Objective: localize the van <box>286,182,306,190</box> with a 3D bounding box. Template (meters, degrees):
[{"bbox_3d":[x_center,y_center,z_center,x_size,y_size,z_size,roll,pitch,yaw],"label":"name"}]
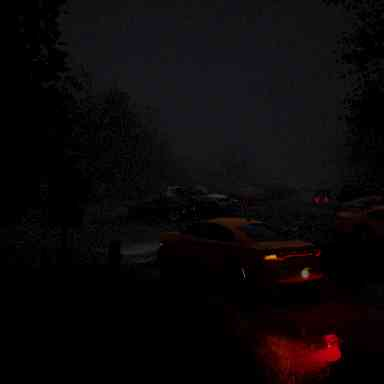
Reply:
[{"bbox_3d":[25.745,-1.445,82.590,4.442,1.987,1.878,1,2,25],"label":"van"}]

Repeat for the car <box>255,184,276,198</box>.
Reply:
[{"bbox_3d":[7.476,0.170,42.141,5.366,1.575,1.946,1,3,25],"label":"car"}]

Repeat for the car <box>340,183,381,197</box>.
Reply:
[{"bbox_3d":[26.083,-0.411,51.806,5.566,2.045,2.435,1,2,25],"label":"car"}]

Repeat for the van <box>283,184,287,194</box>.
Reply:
[{"bbox_3d":[12.047,-0.416,52.239,4.442,1.987,1.878,1,2,25],"label":"van"}]

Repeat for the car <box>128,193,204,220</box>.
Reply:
[{"bbox_3d":[-1.991,1.067,22.072,4.792,1.488,2.163,1,3,25],"label":"car"}]

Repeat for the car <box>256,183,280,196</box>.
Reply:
[{"bbox_3d":[9.652,-0.144,47.238,4.553,1.767,2.185,1,2,25],"label":"car"}]

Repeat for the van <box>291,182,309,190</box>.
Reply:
[{"bbox_3d":[29.215,-1.627,90.141,4.442,1.987,1.878,1,1,25],"label":"van"}]

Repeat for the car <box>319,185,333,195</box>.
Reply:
[{"bbox_3d":[22.853,-0.329,56.544,1.882,1.535,5.008,1,2,25],"label":"car"}]

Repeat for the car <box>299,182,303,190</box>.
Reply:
[{"bbox_3d":[19.886,-0.796,70.021,5.366,1.575,1.946,1,2,25],"label":"car"}]

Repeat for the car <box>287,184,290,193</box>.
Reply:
[{"bbox_3d":[13.073,-0.249,54.829,4.792,1.488,2.163,1,2,25],"label":"car"}]

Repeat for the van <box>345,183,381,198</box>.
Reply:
[{"bbox_3d":[23.901,-0.213,46.715,4.442,1.987,1.878,1,2,25],"label":"van"}]

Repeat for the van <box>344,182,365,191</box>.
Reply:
[{"bbox_3d":[38.782,-1.329,79.638,4.442,1.987,1.878,1,2,25],"label":"van"}]

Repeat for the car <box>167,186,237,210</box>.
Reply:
[{"bbox_3d":[0.379,0.569,27.076,5.566,2.045,2.435,1,3,25],"label":"car"}]

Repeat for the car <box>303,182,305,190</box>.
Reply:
[{"bbox_3d":[22.344,-1.087,74.994,4.553,1.767,2.185,1,2,25],"label":"car"}]

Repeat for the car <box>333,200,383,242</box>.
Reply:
[{"bbox_3d":[8.810,1.343,14.200,5.008,1.535,2.097,1,3,25],"label":"car"}]

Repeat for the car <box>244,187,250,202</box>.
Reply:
[{"bbox_3d":[2.678,0.601,32.137,4.892,1.521,2.231,1,3,25],"label":"car"}]

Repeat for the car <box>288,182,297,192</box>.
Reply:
[{"bbox_3d":[16.409,-0.540,62.457,5.366,1.575,1.946,1,2,25],"label":"car"}]

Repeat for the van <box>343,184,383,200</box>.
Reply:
[{"bbox_3d":[21.377,-0.043,41.763,4.442,1.987,1.878,1,2,24],"label":"van"}]

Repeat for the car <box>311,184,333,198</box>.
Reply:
[{"bbox_3d":[18.553,0.002,47.193,2.128,1.511,4.902,1,2,25],"label":"car"}]

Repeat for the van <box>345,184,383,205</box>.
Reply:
[{"bbox_3d":[18.173,0.248,34.257,4.442,1.987,1.878,1,3,25],"label":"van"}]

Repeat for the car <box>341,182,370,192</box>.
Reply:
[{"bbox_3d":[35.389,-1.097,72.046,5.566,2.045,2.435,1,2,25],"label":"car"}]

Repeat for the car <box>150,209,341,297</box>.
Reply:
[{"bbox_3d":[0.886,1.394,8.462,1.882,1.535,5.008,2,-1,-31],"label":"car"}]

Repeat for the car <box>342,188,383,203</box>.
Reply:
[{"bbox_3d":[19.251,0.398,36.820,4.792,1.488,2.163,1,3,25],"label":"car"}]

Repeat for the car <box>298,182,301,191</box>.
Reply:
[{"bbox_3d":[18.890,-0.704,67.425,4.892,1.521,2.231,1,2,25],"label":"car"}]

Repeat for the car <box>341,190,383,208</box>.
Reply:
[{"bbox_3d":[16.833,0.612,31.701,4.792,1.488,2.163,1,3,25],"label":"car"}]

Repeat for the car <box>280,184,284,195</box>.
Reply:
[{"bbox_3d":[10.808,-0.077,49.762,4.792,1.488,2.163,1,2,25],"label":"car"}]

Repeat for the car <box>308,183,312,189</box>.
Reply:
[{"bbox_3d":[27.036,-1.554,85.050,5.566,2.045,2.435,1,2,25],"label":"car"}]

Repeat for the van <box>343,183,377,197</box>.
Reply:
[{"bbox_3d":[24.846,-0.302,49.328,4.442,1.987,1.878,1,2,25],"label":"van"}]

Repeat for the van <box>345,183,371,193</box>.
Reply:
[{"bbox_3d":[32.051,-0.814,64.439,4.442,1.987,1.878,1,2,25],"label":"van"}]

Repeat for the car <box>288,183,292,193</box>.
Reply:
[{"bbox_3d":[14.232,-0.334,57.351,4.792,1.488,2.163,1,2,25],"label":"car"}]

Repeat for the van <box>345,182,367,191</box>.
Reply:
[{"bbox_3d":[37.781,-1.236,76.904,4.442,1.987,1.878,1,2,25],"label":"van"}]

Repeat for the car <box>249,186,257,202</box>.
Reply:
[{"bbox_3d":[3.662,0.485,34.737,5.366,1.575,1.946,1,3,25],"label":"car"}]

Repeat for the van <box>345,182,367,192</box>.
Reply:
[{"bbox_3d":[36.677,-1.155,74.502,4.442,1.987,1.878,1,2,25],"label":"van"}]

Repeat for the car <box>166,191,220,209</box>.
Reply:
[{"bbox_3d":[-0.801,0.929,24.577,5.008,1.535,2.097,1,3,25],"label":"car"}]

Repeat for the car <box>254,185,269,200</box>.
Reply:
[{"bbox_3d":[6.031,0.263,39.887,5.366,1.575,1.946,1,3,25],"label":"car"}]

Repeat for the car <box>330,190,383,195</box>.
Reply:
[{"bbox_3d":[13.221,0.905,24.222,5.366,1.575,1.946,1,3,25],"label":"car"}]

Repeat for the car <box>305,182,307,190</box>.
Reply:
[{"bbox_3d":[23.527,-1.047,77.509,5.008,1.535,2.097,1,2,25],"label":"car"}]

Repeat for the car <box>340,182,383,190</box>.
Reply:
[{"bbox_3d":[15.728,0.442,29.151,5.566,2.045,2.435,1,3,25],"label":"car"}]

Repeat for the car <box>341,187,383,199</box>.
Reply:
[{"bbox_3d":[22.643,0.096,44.254,5.008,1.535,2.097,1,2,25],"label":"car"}]

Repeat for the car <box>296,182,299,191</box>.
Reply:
[{"bbox_3d":[17.742,-0.618,64.898,4.892,1.521,2.231,1,2,25],"label":"car"}]

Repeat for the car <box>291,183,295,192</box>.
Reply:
[{"bbox_3d":[15.392,-0.419,59.872,4.792,1.488,2.163,1,2,25],"label":"car"}]

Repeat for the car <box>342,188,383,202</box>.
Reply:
[{"bbox_3d":[20.353,0.305,39.216,4.792,1.488,2.163,1,2,25],"label":"car"}]

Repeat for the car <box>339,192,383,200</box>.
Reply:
[{"bbox_3d":[10.000,1.109,16.695,4.553,1.767,2.185,1,3,25],"label":"car"}]

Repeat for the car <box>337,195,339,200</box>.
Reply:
[{"bbox_3d":[11.050,1.159,19.129,4.792,1.488,2.163,1,3,25],"label":"car"}]

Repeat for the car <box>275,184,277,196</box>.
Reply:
[{"bbox_3d":[8.457,0.074,44.734,4.892,1.521,2.231,1,3,25],"label":"car"}]

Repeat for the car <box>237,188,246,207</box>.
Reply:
[{"bbox_3d":[1.681,0.709,29.542,5.366,1.575,1.946,1,3,25],"label":"car"}]
